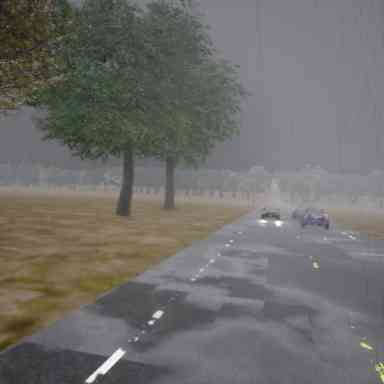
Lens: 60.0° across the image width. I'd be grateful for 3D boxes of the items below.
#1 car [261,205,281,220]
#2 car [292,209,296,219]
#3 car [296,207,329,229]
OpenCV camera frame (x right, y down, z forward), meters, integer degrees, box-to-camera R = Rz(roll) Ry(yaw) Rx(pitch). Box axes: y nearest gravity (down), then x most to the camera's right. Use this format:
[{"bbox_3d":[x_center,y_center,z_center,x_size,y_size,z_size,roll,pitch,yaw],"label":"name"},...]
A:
[{"bbox_3d":[8.721,2.217,36.752,1.882,1.535,5.008,3,0,14],"label":"car"},{"bbox_3d":[13.104,2.543,39.746,1.994,1.385,4.181,3,0,14],"label":"car"},{"bbox_3d":[10.378,2.106,28.507,2.097,1.767,4.553,3,-1,14],"label":"car"}]
